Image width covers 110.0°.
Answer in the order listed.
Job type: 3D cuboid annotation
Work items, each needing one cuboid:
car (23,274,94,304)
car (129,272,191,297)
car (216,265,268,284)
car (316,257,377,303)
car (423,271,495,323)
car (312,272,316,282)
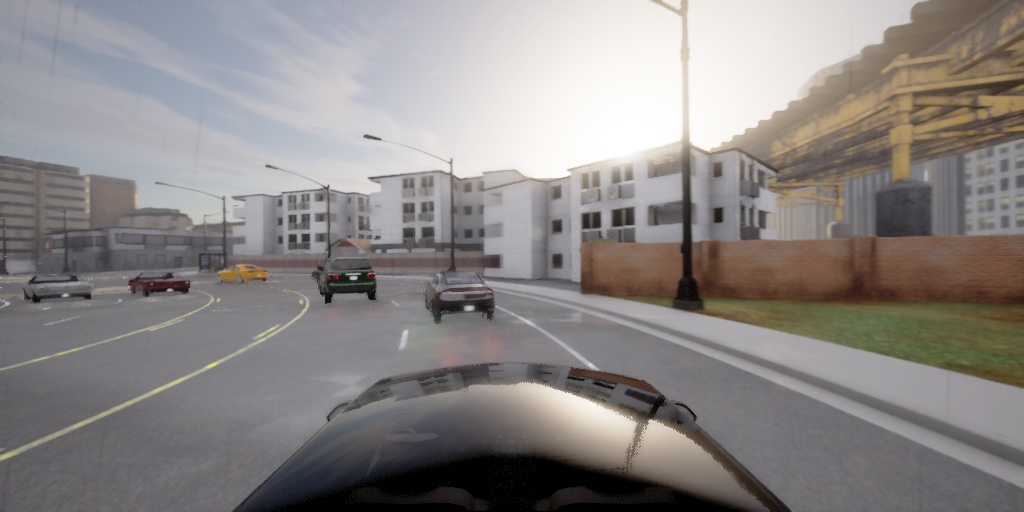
[{"bbox_3d":[-23.505,1.626,18.579,4.718,1.301,1.895,-1,0,32],"label":"car"},{"bbox_3d":[-20.630,1.593,21.002,4.718,1.301,1.895,-1,0,35],"label":"car"},{"bbox_3d":[-22.952,1.498,30.476,5.008,1.535,1.882,-1,0,25],"label":"car"},{"bbox_3d":[-8.298,1.070,17.945,2.150,2.045,5.566,0,0,-31],"label":"car"},{"bbox_3d":[-1.939,1.265,12.396,2.128,1.511,4.902,0,0,-18],"label":"car"},{"bbox_3d":[-14.667,1.525,29.769,4.718,1.301,1.895,-1,0,37],"label":"car"}]
